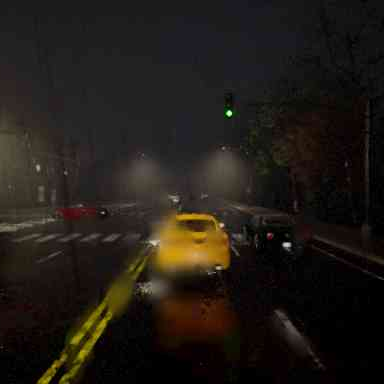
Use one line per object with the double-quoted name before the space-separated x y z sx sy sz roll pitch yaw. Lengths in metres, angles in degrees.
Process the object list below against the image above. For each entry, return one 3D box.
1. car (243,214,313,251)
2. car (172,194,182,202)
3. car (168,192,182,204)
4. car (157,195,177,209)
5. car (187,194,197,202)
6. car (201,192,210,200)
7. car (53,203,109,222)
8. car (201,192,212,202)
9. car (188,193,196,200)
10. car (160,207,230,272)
"car" 3.350 1.569 13.949 1.895 1.301 4.718 0 0 0
"car" -3.255 1.313 73.180 1.837 1.490 4.892 0 0 0
"car" -3.290 1.079 59.000 2.150 2.045 5.566 0 0 1
"car" -3.338 1.463 42.449 1.994 1.385 4.181 0 0 0
"car" -0.007 1.319 70.870 1.837 1.490 4.892 0 0 0
"car" 3.243 0.987 81.258 2.097 1.767 4.553 0 0 0
"car" -8.440 1.514 25.313 4.181 1.385 1.994 0 0 23
"car" 3.243 1.344 70.869 2.128 1.511 4.902 0 0 0
"car" -0.007 1.110 81.288 1.882 1.535 5.008 0 0 0
"car" 0.056 1.453 10.702 1.882 1.535 5.008 0 0 -1
